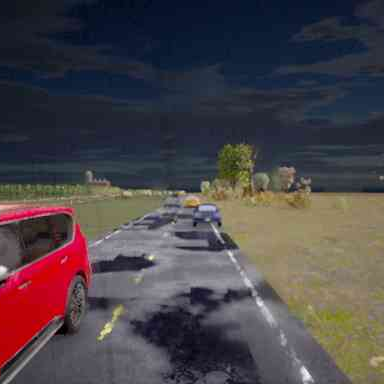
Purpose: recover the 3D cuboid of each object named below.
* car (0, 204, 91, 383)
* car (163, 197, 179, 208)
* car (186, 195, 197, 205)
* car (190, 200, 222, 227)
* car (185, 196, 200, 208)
[{"bbox_3d":[-2.853,1.211,3.735,2.150,2.045,5.566,0,0,0],"label":"car"},{"bbox_3d":[-2.842,1.425,45.587,1.837,1.490,4.892,0,0,0],"label":"car"},{"bbox_3d":[-0.014,1.379,58.804,1.882,1.535,5.008,0,0,0],"label":"car"},{"bbox_3d":[0.957,1.483,22.328,1.812,1.442,4.674,0,0,0],"label":"car"},{"bbox_3d":[0.043,1.398,46.097,1.882,1.535,5.008,0,0,0],"label":"car"}]
